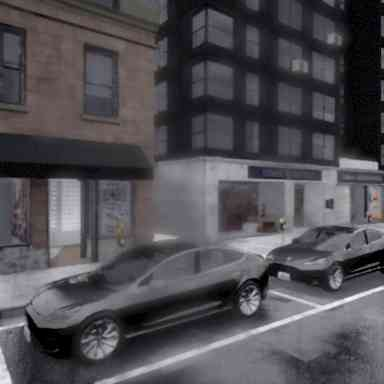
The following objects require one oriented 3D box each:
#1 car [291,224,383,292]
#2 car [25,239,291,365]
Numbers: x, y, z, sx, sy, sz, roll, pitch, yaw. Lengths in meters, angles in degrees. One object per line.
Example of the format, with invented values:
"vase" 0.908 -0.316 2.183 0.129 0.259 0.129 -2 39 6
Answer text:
"car" 3.912 1.584 8.993 4.313 1.339 1.947 0 0 -36
"car" -0.490 1.572 5.843 4.313 1.339 1.947 0 0 -36
